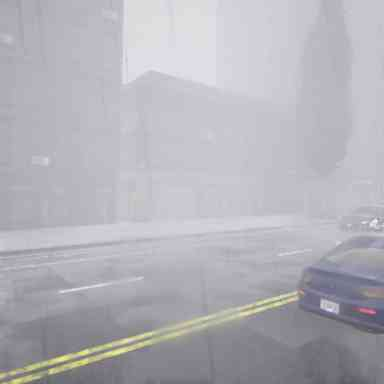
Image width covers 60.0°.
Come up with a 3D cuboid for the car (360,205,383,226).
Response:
[{"bbox_3d":[9.732,1.344,14.627,4.553,1.767,2.097,0,0,-36],"label":"car"}]

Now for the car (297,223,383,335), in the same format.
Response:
[{"bbox_3d":[3.898,1.511,6.226,4.674,1.442,1.812,0,0,-35],"label":"car"}]

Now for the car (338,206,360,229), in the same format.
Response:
[{"bbox_3d":[10.309,1.508,19.031,4.892,1.490,1.837,0,0,-36],"label":"car"}]
